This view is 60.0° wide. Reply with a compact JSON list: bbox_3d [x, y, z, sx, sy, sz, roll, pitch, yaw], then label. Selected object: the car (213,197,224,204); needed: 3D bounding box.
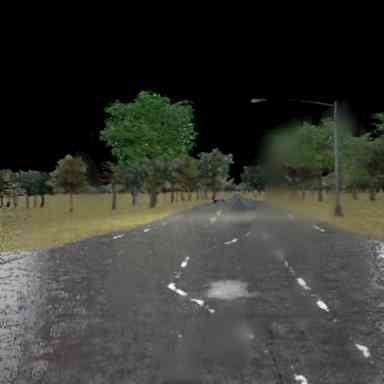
[{"bbox_3d":[5.593,1.667,69.151,2.033,1.411,5.357,-1,0,12],"label":"car"}]
